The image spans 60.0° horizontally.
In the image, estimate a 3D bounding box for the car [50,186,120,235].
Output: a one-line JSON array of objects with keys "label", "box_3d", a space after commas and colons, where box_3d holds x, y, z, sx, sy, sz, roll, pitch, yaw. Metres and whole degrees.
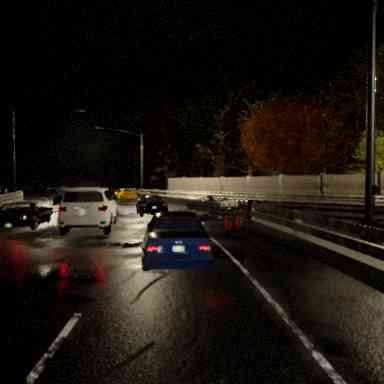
[{"label": "car", "box_3d": [-4.869, 0.792, 16.069, 2.150, 2.045, 5.566, 0, 2, -9]}]

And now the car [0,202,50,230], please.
[{"label": "car", "box_3d": [-8.603, 1.147, 17.128, 1.895, 1.301, 4.718, 0, 2, -10]}]

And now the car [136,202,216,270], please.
[{"label": "car", "box_3d": [-0.509, 1.274, 10.025, 2.033, 1.411, 5.357, 0, 1, -5]}]

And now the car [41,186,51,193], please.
[{"label": "car", "box_3d": [-31.656, -0.526, 72.285, 2.128, 1.511, 4.902, -2, 2, -44]}]

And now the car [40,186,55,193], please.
[{"label": "car", "box_3d": [-35.247, -0.613, 81.020, 4.674, 1.442, 1.812, 1, 2, 43]}]

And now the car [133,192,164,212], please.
[{"label": "car", "box_3d": [-2.888, 0.926, 23.733, 1.994, 1.385, 4.181, 0, 2, -13]}]

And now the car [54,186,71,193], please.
[{"label": "car", "box_3d": [-29.056, -0.594, 74.627, 1.812, 1.442, 4.674, -2, 2, -44]}]

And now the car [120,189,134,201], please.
[{"label": "car", "box_3d": [-8.557, 0.340, 42.467, 1.882, 1.535, 5.008, -1, 2, -26]}]

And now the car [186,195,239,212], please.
[{"label": "car", "box_3d": [1.435, 0.889, 26.119, 1.895, 1.301, 4.718, -1, 2, -35]}]

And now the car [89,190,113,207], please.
[{"label": "car", "box_3d": [-9.333, 0.589, 33.856, 2.128, 1.511, 4.902, -1, 2, -18]}]

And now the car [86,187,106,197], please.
[{"label": "car", "box_3d": [-16.885, -0.055, 58.086, 2.128, 1.511, 4.902, -1, 2, -31]}]

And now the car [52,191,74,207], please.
[{"label": "car", "box_3d": [-13.189, 0.656, 34.264, 1.994, 1.385, 4.181, -1, 2, -19]}]

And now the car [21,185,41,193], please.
[{"label": "car", "box_3d": [-34.235, -0.627, 69.916, 2.097, 1.767, 4.553, -2, 2, -44]}]
